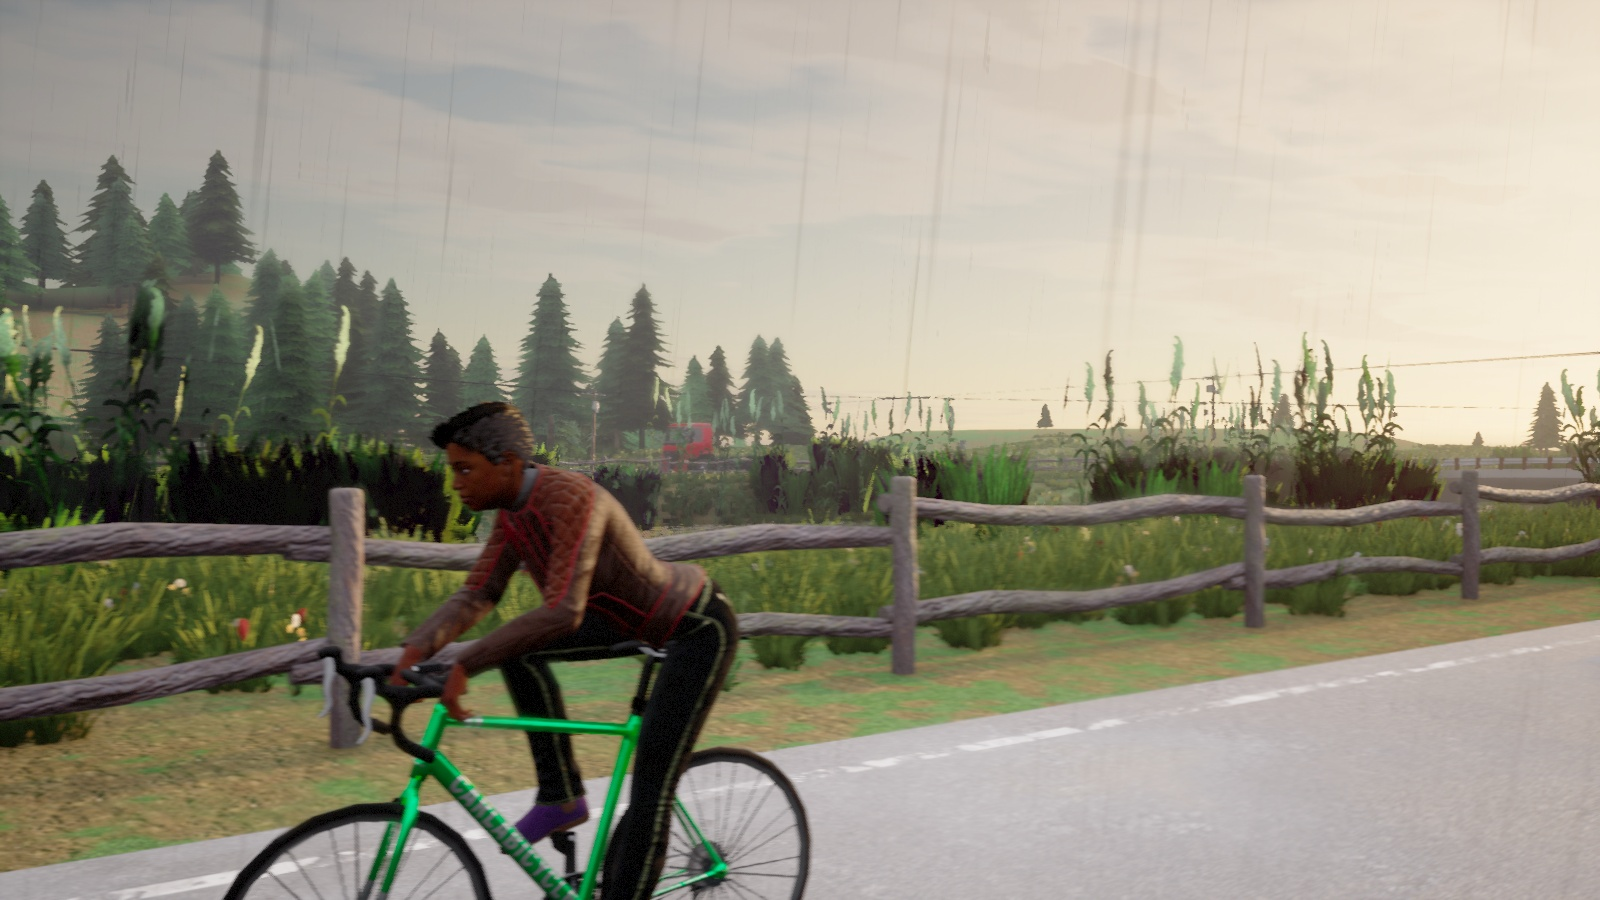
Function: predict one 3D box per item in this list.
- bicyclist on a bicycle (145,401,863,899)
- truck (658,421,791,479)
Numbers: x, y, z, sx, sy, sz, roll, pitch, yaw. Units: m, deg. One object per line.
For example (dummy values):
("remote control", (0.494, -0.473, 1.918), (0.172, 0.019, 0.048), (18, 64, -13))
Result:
("bicyclist on a bicycle", (-0.682, 0.707, 3.178), (1.656, 1.620, 0.582), (-1, 0, -34))
("truck", (-4.698, -0.003, 79.084), (7.936, 3.462, 2.891), (0, 0, -33))
